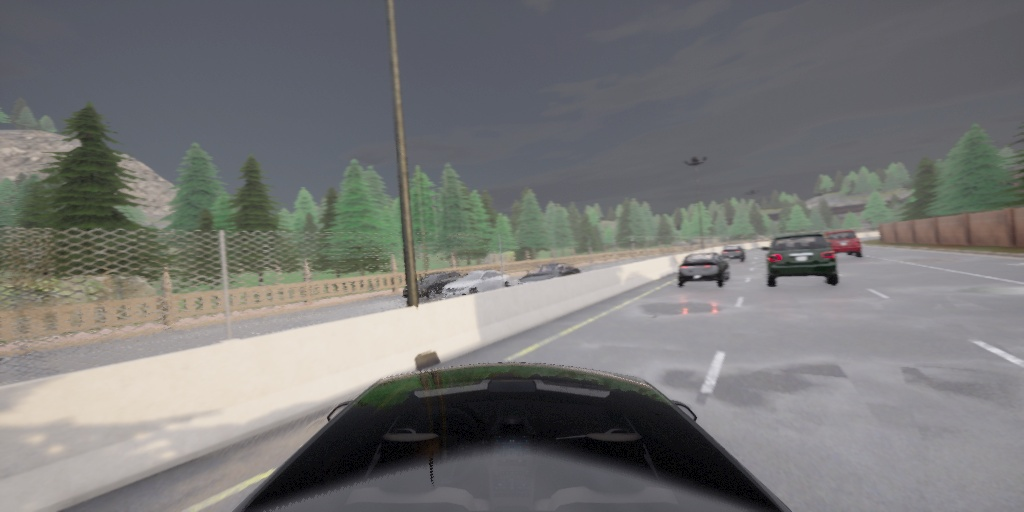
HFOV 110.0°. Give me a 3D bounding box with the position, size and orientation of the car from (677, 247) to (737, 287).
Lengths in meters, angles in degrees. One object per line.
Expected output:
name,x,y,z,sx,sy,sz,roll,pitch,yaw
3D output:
car,9.290,0.585,17.316,2.128,1.511,4.902,-5,0,35

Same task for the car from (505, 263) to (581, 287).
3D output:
car,2.125,1.177,19.600,2.128,1.511,4.902,-5,0,35

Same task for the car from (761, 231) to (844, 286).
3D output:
car,12.168,0.070,15.373,2.150,2.045,5.566,-5,0,35

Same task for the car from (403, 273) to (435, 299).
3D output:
car,-4.502,1.742,22.308,1.837,1.490,4.892,-5,0,35

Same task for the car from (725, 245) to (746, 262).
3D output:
car,20.729,-0.239,33.654,2.128,1.511,4.902,-5,0,35

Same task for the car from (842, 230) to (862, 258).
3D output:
car,24.950,-0.888,27.540,2.150,2.045,5.566,-5,0,35

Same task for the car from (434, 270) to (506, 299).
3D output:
car,-1.811,1.532,20.062,1.812,1.442,4.674,-5,0,35

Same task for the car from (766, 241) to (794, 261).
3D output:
car,24.053,-0.482,32.306,1.812,1.442,4.674,-5,0,35
